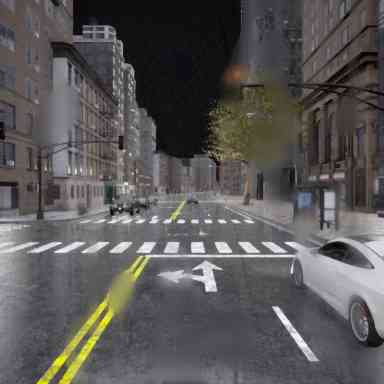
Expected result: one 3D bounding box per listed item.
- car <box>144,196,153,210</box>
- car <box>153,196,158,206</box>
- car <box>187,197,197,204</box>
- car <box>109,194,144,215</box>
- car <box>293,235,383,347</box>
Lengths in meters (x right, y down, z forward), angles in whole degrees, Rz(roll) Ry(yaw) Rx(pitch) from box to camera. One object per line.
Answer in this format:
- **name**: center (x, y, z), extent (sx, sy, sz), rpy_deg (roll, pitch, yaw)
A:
- **car**: center (-6.622, 1.436, 43.395), extent (1.882, 1.535, 5.008), rpy_deg (0, 0, 0)
- **car**: center (-6.619, 1.420, 53.713), extent (2.128, 1.511, 4.902), rpy_deg (0, 0, 0)
- **car**: center (0.062, 1.494, 62.686), extent (1.895, 1.301, 4.718), rpy_deg (0, 0, 0)
- **car**: center (-6.589, 1.197, 33.284), extent (2.150, 2.045, 5.566), rpy_deg (0, 0, 1)
- **car**: center (3.347, 1.524, 6.171), extent (1.812, 1.442, 4.674), rpy_deg (0, 0, 0)
